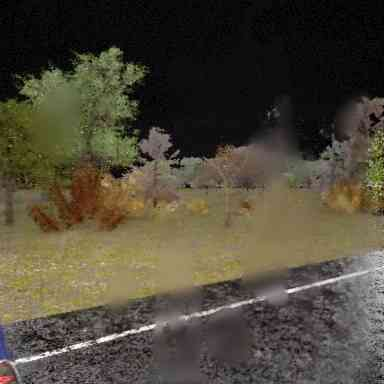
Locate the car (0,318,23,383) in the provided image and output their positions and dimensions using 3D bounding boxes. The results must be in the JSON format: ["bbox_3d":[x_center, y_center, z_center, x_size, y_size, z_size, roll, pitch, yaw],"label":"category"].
[{"bbox_3d":[-3.325,1.347,1.622,4.553,1.767,2.097,0,0,-35],"label":"car"}]
